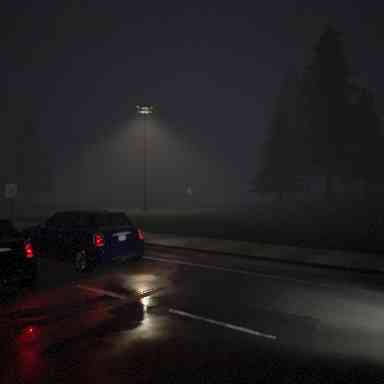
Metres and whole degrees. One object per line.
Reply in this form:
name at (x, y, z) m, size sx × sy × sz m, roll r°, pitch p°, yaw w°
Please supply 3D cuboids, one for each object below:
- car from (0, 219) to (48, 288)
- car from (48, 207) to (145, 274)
car at (-5.776, 1.348, 8.002) m, size 4.553 × 1.767 × 2.097 m, roll 0°, pitch 0°, yaw 36°
car at (-3.739, 1.348, 10.848) m, size 4.553 × 1.767 × 2.097 m, roll 0°, pitch 0°, yaw 36°
